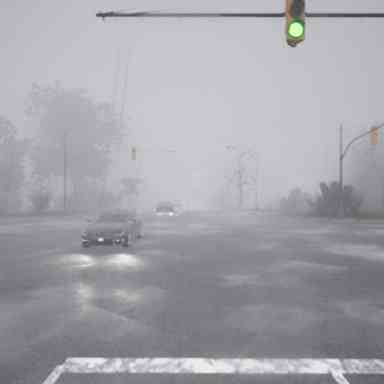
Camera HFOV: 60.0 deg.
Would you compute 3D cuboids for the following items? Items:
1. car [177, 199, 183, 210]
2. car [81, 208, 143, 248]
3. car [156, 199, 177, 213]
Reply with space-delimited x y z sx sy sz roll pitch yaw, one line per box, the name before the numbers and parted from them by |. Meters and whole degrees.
car | -2.970 2.361 64.282 2.150 2.045 5.566 0 -3 0
car | -3.366 1.513 14.751 1.837 1.490 4.892 0 0 0
car | -3.165 1.739 39.850 1.994 1.385 4.181 0 -2 0
